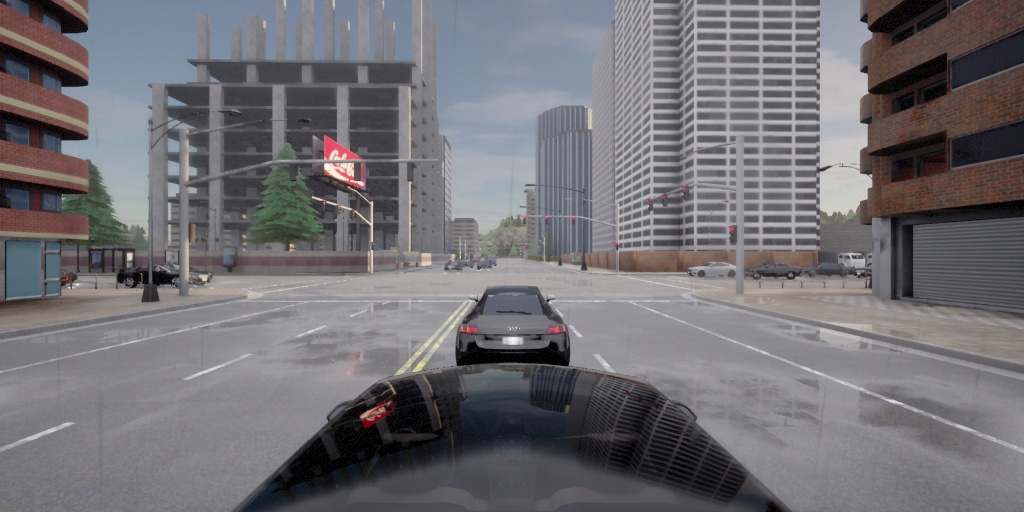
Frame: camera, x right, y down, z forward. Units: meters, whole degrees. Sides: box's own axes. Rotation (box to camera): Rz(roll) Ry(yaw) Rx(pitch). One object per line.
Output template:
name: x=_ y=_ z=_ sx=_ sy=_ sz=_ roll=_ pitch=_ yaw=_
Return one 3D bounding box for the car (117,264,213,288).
car: x=-22.011 y=1.241 z=22.787 sx=4.902 sy=1.511 sz=2.128 roll=0 pitch=0 yaw=-1

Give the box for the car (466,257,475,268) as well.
car: x=-7.628 y=1.313 z=60.406 sx=1.994 sy=1.385 sz=4.181 roll=0 pitch=0 yaw=0

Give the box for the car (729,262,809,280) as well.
car: x=21.853 y=1.241 z=30.638 sx=4.902 sy=1.511 sz=2.128 roll=0 pitch=0 yaw=-1

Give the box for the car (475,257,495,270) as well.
car: x=-4.081 y=1.313 z=54.109 sx=1.994 sy=1.385 sz=4.181 roll=0 pitch=0 yaw=0

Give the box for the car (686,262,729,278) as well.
car: x=19.089 y=1.276 z=34.078 sx=4.674 sy=1.442 sz=1.812 roll=0 pitch=0 yaw=-1

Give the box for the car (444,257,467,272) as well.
car: x=-7.512 y=1.241 z=46.112 sx=2.128 sy=1.511 sz=4.902 roll=0 pitch=0 yaw=-1

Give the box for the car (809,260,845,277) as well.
car: x=29.671 y=1.297 z=34.247 sx=5.357 sy=1.411 sz=2.033 roll=0 pitch=0 yaw=-1

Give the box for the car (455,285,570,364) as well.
car: x=0.011 y=1.314 z=7.691 sx=1.994 sy=1.385 sz=4.181 roll=0 pitch=0 yaw=0

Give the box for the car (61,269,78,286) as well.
car: x=-31.113 y=1.102 z=22.657 sx=4.553 sy=1.767 sz=2.097 roll=0 pitch=0 yaw=-1

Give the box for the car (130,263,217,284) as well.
car: x=-24.691 y=1.276 z=26.270 sx=4.674 sy=1.442 sz=1.812 roll=0 pitch=0 yaw=-1

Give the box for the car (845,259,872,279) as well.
car: x=32.227 y=1.241 z=30.776 sx=4.902 sy=1.511 sz=2.128 roll=0 pitch=0 yaw=-1

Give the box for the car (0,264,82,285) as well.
car: x=-34.594 y=1.314 z=26.109 sx=4.181 sy=1.385 sz=1.994 roll=0 pitch=0 yaw=-1
